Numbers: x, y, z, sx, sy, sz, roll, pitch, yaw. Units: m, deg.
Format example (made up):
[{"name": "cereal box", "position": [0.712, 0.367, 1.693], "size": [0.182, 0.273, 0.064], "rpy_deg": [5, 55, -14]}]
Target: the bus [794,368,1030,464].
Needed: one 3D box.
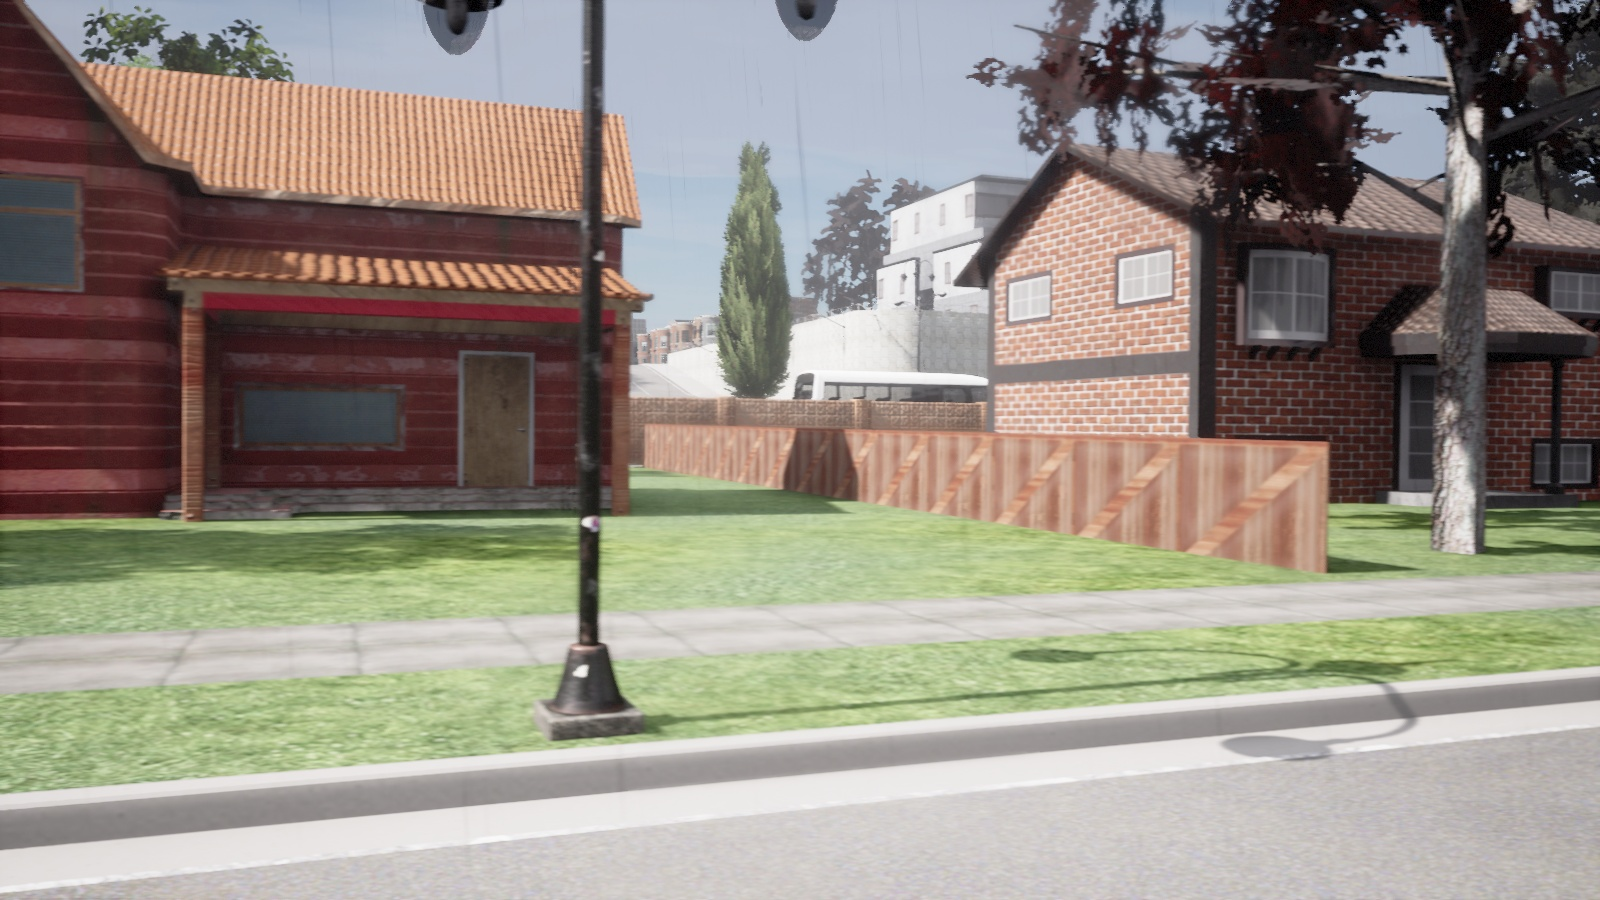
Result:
[{"name": "bus", "position": [5.249, -1.592, 58.808], "size": [10.273, 4.253, 3.944], "rpy_deg": [-1, 1, -20]}]
